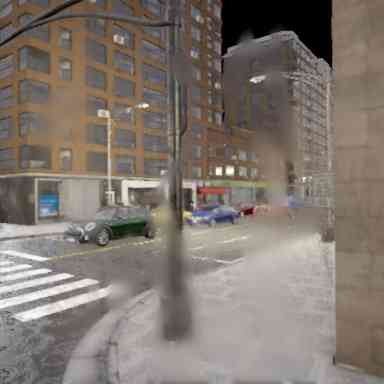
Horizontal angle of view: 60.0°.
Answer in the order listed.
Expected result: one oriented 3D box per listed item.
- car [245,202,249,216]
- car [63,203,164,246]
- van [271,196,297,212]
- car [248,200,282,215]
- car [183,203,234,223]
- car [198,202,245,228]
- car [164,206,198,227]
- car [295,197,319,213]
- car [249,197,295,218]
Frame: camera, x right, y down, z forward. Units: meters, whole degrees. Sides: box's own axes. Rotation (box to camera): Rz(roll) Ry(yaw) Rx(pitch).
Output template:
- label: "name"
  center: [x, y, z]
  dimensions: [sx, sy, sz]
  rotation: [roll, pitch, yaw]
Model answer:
- label: "car"
  center: [4.716, 1.653, 31.606]
  dimensions: [1.887, 1.381, 4.507]
  rotation: [-1, 0, 37]
- label: "car"
  center: [-3.789, 1.453, 15.938]
  dimensions: [2.097, 1.767, 4.553]
  rotation: [-1, 0, 36]
- label: "van"
  center: [11.251, 1.443, 40.331]
  dimensions: [1.690, 1.788, 3.998]
  rotation: [-1, 0, 37]
- label: "car"
  center: [7.984, 1.649, 35.968]
  dimensions: [1.887, 1.381, 4.507]
  rotation: [-1, 0, 37]
- label: "car"
  center: [1.447, 1.663, 27.244]
  dimensions: [2.008, 1.369, 4.403]
  rotation: [-1, 0, 37]
- label: "car"
  center: [1.590, 1.618, 23.157]
  dimensions: [1.812, 1.442, 4.674]
  rotation: [-1, 0, 37]
- label: "car"
  center: [-1.924, 1.643, 22.746]
  dimensions: [1.752, 1.417, 4.829]
  rotation: [-1, 0, 37]
- label: "car"
  center: [13.721, 1.604, 39.275]
  dimensions: [1.812, 1.442, 4.674]
  rotation: [-1, 0, 38]
- label: "car"
  center: [7.527, 1.436, 31.060]
  dimensions: [2.097, 1.767, 4.553]
  rotation: [-1, 0, 37]
